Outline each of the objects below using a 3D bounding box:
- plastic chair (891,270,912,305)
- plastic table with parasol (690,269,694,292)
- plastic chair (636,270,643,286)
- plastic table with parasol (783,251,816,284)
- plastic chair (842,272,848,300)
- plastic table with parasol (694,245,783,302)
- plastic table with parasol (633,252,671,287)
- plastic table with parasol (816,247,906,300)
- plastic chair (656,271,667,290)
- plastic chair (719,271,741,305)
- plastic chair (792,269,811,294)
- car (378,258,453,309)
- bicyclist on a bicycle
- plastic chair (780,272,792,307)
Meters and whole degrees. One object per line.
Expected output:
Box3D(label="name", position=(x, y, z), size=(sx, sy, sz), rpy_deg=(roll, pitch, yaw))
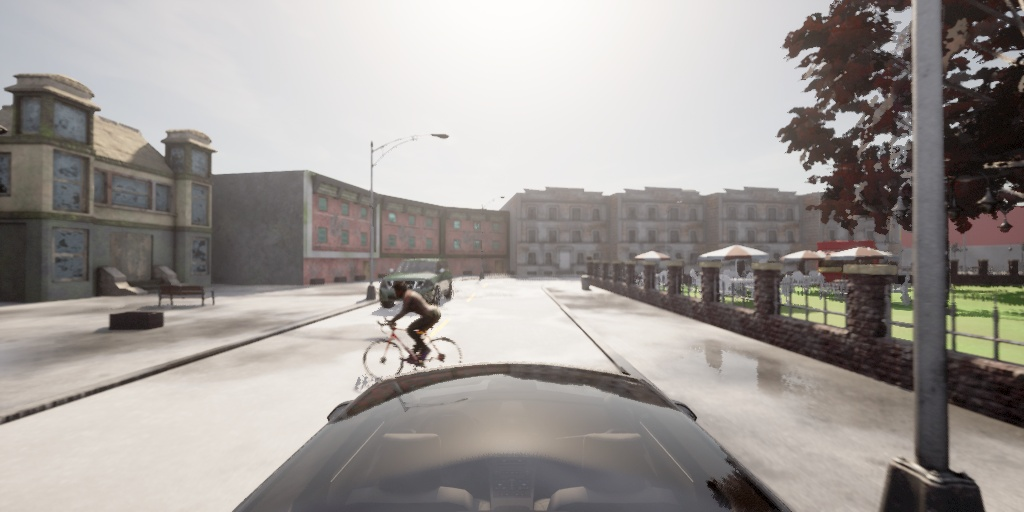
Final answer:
Box3D(label="plastic chair", position=(16.684, 1.391, 15.532), size=(0.750, 1.272, 0.730), rpy_deg=(0, 0, -38))
Box3D(label="plastic table with parasol", position=(11.668, 0.880, 20.020), size=(2.482, 2.480, 2.482), rpy_deg=(0, 0, -40))
Box3D(label="plastic chair", position=(8.003, 1.552, 23.759), size=(0.730, 1.272, 0.750), rpy_deg=(0, 0, 0))
Box3D(label="plastic table with parasol", position=(17.441, 0.924, 21.244), size=(2.482, 2.480, 2.482), rpy_deg=(0, 0, -40))
Box3D(label="plastic chair", position=(15.146, 1.431, 15.695), size=(0.730, 1.272, 0.750), rpy_deg=(0, 0, -39))
Box3D(label="plastic table with parasol", position=(10.051, 0.768, 15.972), size=(2.482, 2.480, 2.482), rpy_deg=(0, 0, -38))
Box3D(label="plastic table with parasol", position=(9.264, 0.947, 23.668), size=(2.482, 2.480, 2.482), rpy_deg=(0, 0, 0))
Box3D(label="plastic table with parasol", position=(15.982, 0.816, 16.427), size=(2.482, 2.480, 2.482), rpy_deg=(0, 0, -38))
Box3D(label="plastic chair", position=(9.334, 1.537, 22.340), size=(0.750, 1.272, 0.730), rpy_deg=(0, 0, 5))
Box3D(label="plastic chair", position=(9.065, 1.400, 15.248), size=(0.730, 1.272, 0.750), rpy_deg=(0, 0, -40))
Box3D(label="plastic chair", position=(16.409, 1.520, 20.501), size=(0.730, 1.272, 0.750), rpy_deg=(0, 0, -40))
Box3D(label="car", position=(-4.061, 1.112, 16.145), size=(2.150, 2.045, 5.566), rpy_deg=(0, -1, 0))
Box3D(label="bicyclist on a bicycle", position=(-1.662, 1.242, 5.930), size=(1.656, 1.620, 0.582), rpy_deg=(-2, -1, 0))
Box3D(label="plastic chair", position=(10.996, 1.395, 14.958), size=(0.750, 1.272, 0.730), rpy_deg=(0, 0, -31))
